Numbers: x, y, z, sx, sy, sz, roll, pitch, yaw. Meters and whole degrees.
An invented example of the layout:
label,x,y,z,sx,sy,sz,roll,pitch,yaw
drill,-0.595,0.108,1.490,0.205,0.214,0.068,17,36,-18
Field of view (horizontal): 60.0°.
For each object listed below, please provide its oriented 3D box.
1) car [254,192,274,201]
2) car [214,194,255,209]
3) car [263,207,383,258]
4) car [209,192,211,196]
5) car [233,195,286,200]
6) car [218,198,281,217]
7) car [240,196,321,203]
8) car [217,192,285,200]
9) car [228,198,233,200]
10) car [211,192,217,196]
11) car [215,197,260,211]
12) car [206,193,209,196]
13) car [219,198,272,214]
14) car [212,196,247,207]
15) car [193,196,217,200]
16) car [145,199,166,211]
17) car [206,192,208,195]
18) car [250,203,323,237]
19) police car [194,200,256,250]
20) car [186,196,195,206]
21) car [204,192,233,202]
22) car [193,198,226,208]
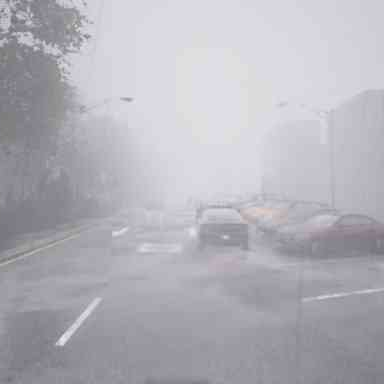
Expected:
label,x,y,z,sx,sy,sz,roll,pitch,yaw
car,18.475,1.047,85.382,2.435,2.045,5.566,0,1,-21
car,5.389,1.207,42.347,4.553,1.767,2.185,1,0,-20
car,5.313,1.467,12.330,4.674,1.452,2.002,1,1,-20
car,5.484,1.196,51.366,4.553,1.767,2.185,1,0,-20
car,5.369,1.265,21.342,4.553,1.767,2.185,1,0,-20
car,5.197,1.355,30.275,5.366,1.575,1.946,1,0,-20
car,5.359,1.276,18.341,4.553,1.767,2.185,1,1,-20
car,5.349,1.118,27.316,5.566,2.045,2.435,1,1,-20
car,5.344,1.419,24.339,4.674,1.452,2.002,1,0,-20
car,5.373,1.093,36.333,5.566,2.045,2.435,1,0,-20
car,5.383,1.368,39.334,4.792,1.488,2.163,1,0,-20
car,5.450,1.318,54.369,5.008,1.535,2.097,1,0,-20
car,5.355,1.382,33.332,4.792,1.488,2.163,1,0,-20
car,5.442,1.365,48.358,4.674,1.452,2.002,1,0,-20
car,1.215,1.402,30.054,1.812,1.442,4.674,0,0,0
car,-4.015,1.421,37.299,1.994,1.385,4.181,0,0,0
car,5.293,1.304,63.313,5.366,1.575,1.946,1,0,-20
car,5.290,1.443,15.322,4.792,1.488,2.163,1,1,-20
police car,1.170,1.358,14.163,1.930,1.638,5.238,0,0,0
car,0.078,1.329,50.119,2.128,1.511,4.902,0,0,0
car,5.490,1.053,69.406,5.566,2.045,2.435,1,0,-20
car,1.195,1.400,24.054,1.837,1.490,4.892,0,0,0
